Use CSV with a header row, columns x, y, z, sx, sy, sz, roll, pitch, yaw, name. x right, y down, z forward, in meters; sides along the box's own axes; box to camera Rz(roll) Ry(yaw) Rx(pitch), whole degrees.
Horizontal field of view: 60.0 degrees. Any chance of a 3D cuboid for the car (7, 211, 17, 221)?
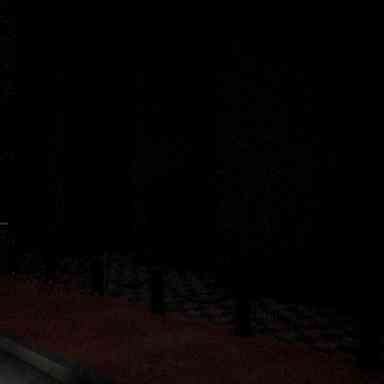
x,y,z,sx,sy,sz,roll,pitch,yaw,name
-13.367,1.846,29.034,1.895,1.301,4.718,-1,0,35,car
